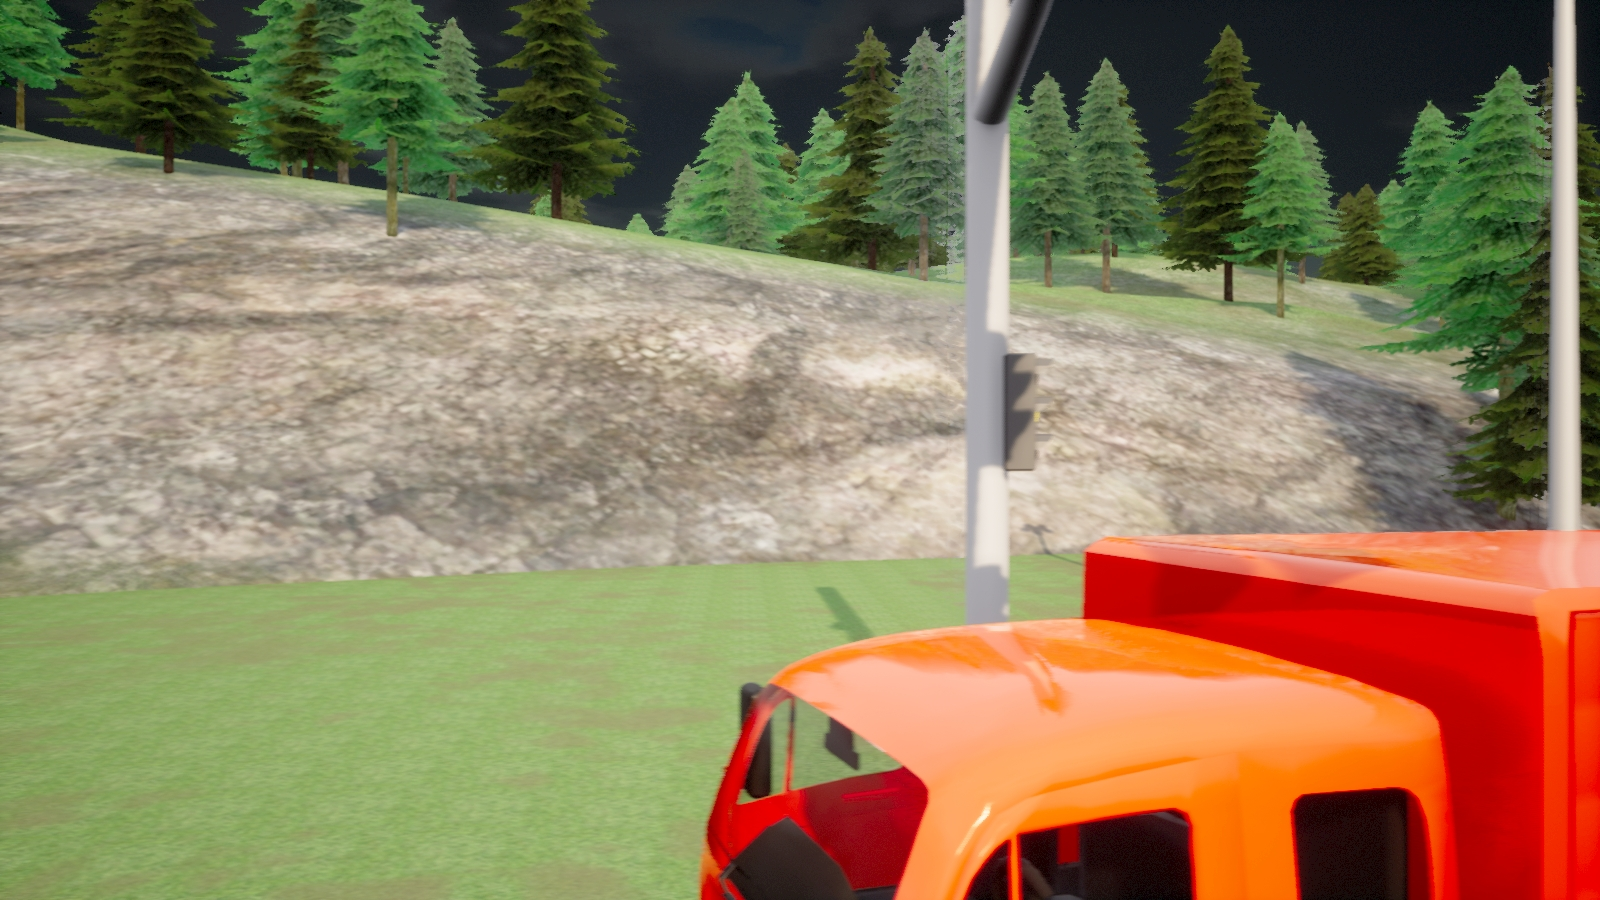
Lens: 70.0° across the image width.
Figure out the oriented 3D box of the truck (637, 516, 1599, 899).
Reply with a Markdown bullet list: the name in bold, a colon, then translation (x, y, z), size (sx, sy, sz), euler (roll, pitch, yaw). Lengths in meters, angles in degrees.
- **truck**: translation (2.248, 1.572, 4.047), size (5.204, 2.467, 2.627), euler (0, 0, -19)
